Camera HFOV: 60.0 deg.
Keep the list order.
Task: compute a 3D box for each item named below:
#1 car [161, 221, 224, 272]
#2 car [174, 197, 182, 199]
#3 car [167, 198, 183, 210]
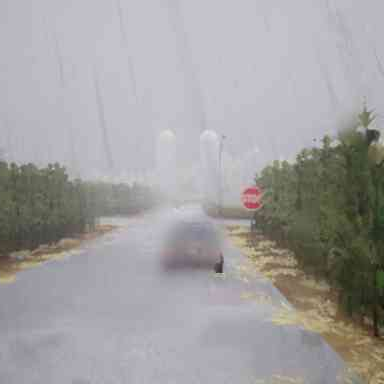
[{"bbox_3d":[0.040,1.700,11.257,2.033,1.411,5.357,0,-1,1],"label":"car"},{"bbox_3d":[-3.113,2.043,72.168,2.150,2.045,5.566,0,-1,0],"label":"car"},{"bbox_3d":[-3.168,2.244,56.660,2.128,1.511,4.902,0,-1,0],"label":"car"}]
